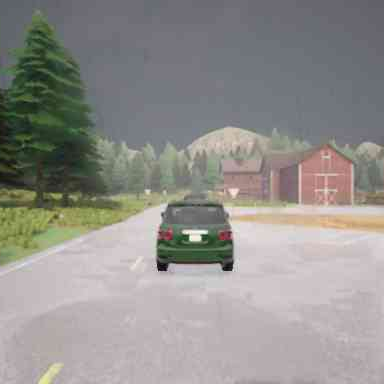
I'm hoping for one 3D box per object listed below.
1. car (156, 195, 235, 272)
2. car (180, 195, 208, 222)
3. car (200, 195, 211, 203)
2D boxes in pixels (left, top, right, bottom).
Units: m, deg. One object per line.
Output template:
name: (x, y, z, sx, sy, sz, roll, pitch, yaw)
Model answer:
car: (0.096, 1.239, 11.000, 2.150, 2.045, 5.566, 0, 0, 0)
car: (0.247, 1.263, 27.806, 2.150, 2.045, 5.566, 0, 0, 2)
car: (2.976, 1.558, 72.957, 1.816, 1.474, 4.193, -6, 0, -2)
